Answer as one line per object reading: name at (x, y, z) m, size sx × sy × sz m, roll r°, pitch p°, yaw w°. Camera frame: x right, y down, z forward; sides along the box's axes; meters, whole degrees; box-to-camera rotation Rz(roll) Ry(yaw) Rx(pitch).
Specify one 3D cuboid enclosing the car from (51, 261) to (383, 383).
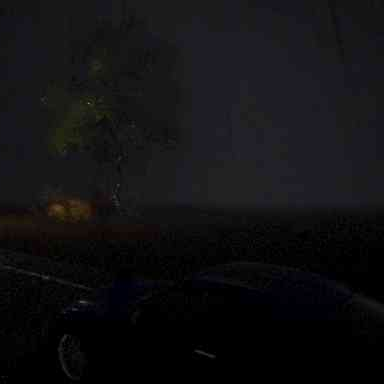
car at (0.394, 1.526, 3.641) m, size 4.674 × 1.442 × 1.812 m, roll 0°, pitch 0°, yaw 36°
